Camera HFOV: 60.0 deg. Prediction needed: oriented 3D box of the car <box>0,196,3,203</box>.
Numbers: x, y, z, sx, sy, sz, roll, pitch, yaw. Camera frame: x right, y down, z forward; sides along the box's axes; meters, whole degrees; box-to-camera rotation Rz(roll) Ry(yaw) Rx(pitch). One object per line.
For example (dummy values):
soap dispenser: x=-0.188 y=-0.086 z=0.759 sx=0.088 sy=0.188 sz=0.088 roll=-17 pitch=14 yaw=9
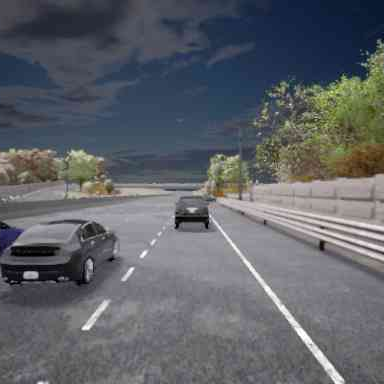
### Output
car: x=-21.075 y=1.281 z=33.076 sx=2.150 sy=2.045 sz=5.566 roll=0 pitch=0 yaw=0

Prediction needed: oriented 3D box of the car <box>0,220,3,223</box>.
car: x=-6.901 y=1.537 z=10.664 sx=1.812 sy=1.442 sz=4.674 roll=0 pitch=0 yaw=0

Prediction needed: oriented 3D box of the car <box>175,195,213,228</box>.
car: x=0.002 y=1.251 z=22.363 sx=2.150 sy=2.045 sz=5.566 roll=0 pitch=0 yaw=0

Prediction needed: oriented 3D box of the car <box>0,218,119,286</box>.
car: x=-3.399 y=1.514 z=9.447 sx=1.837 sy=1.490 sz=4.892 roll=0 pitch=0 yaw=0

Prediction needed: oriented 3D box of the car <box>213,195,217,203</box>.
car: x=4.319 y=1.665 z=80.595 sx=2.150 sy=2.045 sz=5.566 roll=0 pitch=-1 yaw=20
